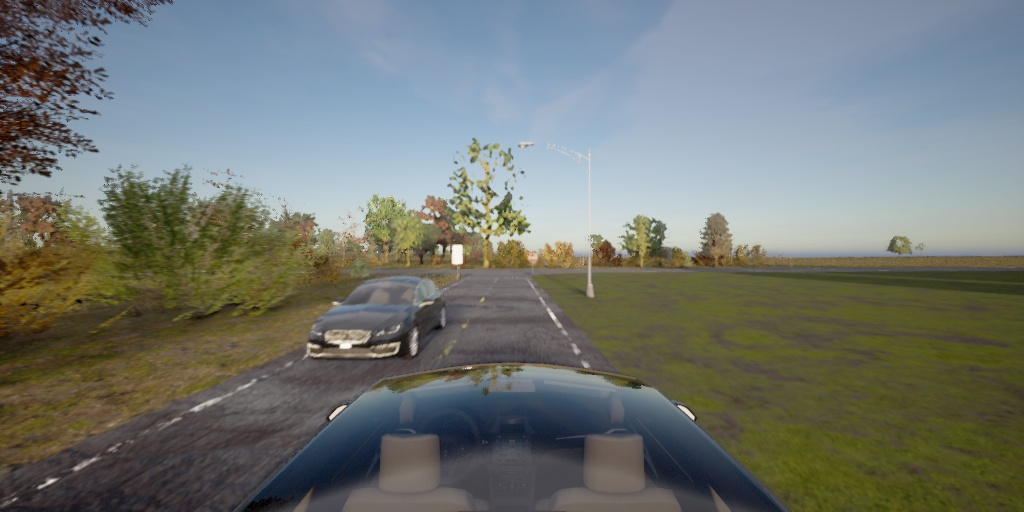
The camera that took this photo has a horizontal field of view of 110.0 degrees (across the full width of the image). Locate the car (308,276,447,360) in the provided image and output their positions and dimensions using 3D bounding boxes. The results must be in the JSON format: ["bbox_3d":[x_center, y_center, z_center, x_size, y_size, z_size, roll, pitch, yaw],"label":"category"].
[{"bbox_3d":[-2.789,1.272,8.484,1.837,1.490,4.892,0,0,0],"label":"car"}]
